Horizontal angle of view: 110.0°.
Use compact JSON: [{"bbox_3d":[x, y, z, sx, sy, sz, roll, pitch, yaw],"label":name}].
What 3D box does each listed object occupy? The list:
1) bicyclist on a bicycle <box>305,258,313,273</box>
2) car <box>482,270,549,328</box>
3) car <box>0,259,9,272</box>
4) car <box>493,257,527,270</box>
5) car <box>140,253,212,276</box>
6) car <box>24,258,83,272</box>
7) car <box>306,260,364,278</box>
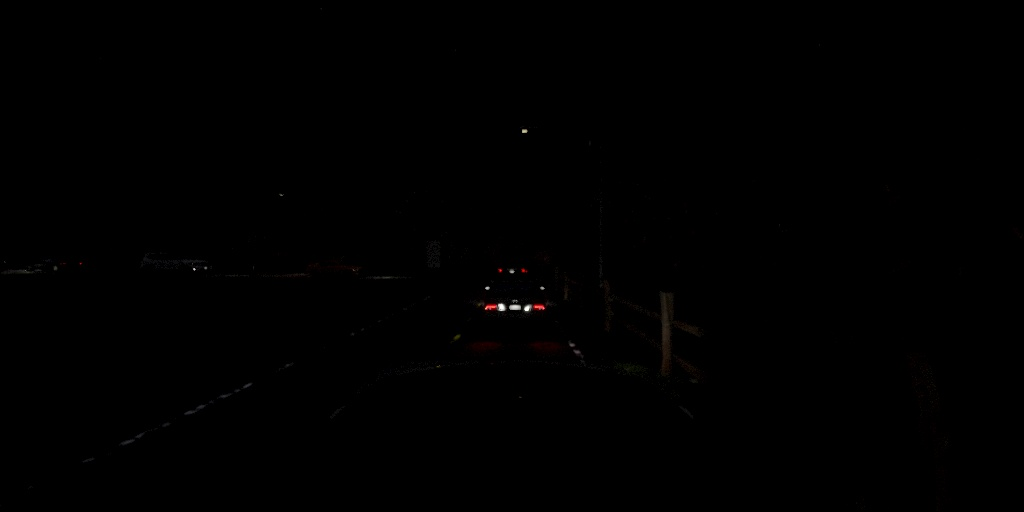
[{"bbox_3d":[-22.436,1.099,39.632,0.582,1.620,1.656,1,0,1],"label":"bicyclist on a bicycle"},{"bbox_3d":[0.091,1.340,11.450,2.033,1.411,5.357,0,0,0],"label":"car"},{"bbox_3d":[-51.660,0.512,34.080,5.566,2.045,2.150,1,0,1],"label":"car"},{"bbox_3d":[-0.122,1.073,24.621,2.150,2.045,5.566,0,0,-2],"label":"car"},{"bbox_3d":[-31.577,0.744,33.756,5.566,2.045,2.150,1,0,1],"label":"car"},{"bbox_3d":[-47.052,0.892,36.829,4.181,1.385,1.994,1,0,1],"label":"car"},{"bbox_3d":[-16.504,1.190,33.591,5.008,1.535,1.882,1,0,1],"label":"car"}]
